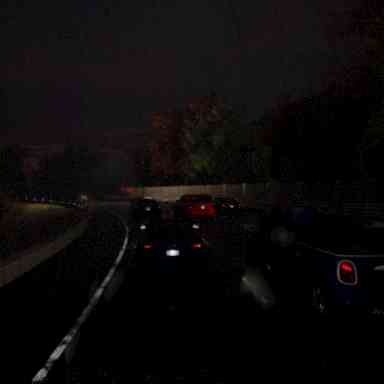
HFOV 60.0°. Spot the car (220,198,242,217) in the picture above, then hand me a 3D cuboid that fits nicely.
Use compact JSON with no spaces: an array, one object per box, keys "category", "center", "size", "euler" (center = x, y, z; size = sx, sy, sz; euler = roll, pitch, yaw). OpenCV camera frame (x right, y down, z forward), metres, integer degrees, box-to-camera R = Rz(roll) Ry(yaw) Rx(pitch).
[{"category":"car","center":[2.710,1.288,30.726],"size":[2.097,1.767,4.553],"euler":[0,0,-20]}]

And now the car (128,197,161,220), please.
[{"category":"car","center":[-3.811,1.318,26.929],"size":[2.097,1.767,4.553],"euler":[0,0,-15]}]

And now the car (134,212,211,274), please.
[{"category":"car","center":[-0.711,1.548,10.637],"size":[1.994,1.385,4.181],"euler":[0,0,-6]}]

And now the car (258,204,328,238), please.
[{"category":"car","center":[5.295,1.475,18.210],"size":[1.812,1.442,4.674],"euler":[0,0,-9]}]

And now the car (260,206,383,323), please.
[{"category":"car","center":[3.100,1.329,7.357],"size":[2.097,1.767,4.553],"euler":[0,0,-4]}]

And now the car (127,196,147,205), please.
[{"category":"car","center":[-9.494,1.496,57.615],"size":[1.994,1.385,4.181],"euler":[0,0,-31]}]

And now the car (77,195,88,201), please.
[{"category":"car","center":[-27.443,1.474,83.279],"size":[1.812,1.442,4.674],"euler":[0,0,-34]}]

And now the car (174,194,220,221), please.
[{"category":"car","center":[0.089,1.175,25.997],"size":[2.150,2.045,5.566],"euler":[0,0,-15]}]
